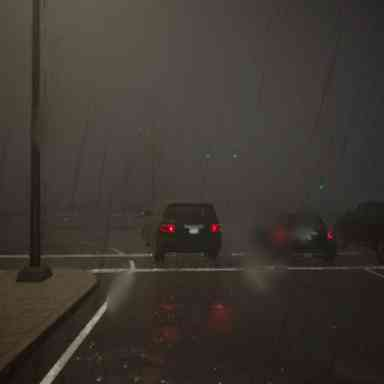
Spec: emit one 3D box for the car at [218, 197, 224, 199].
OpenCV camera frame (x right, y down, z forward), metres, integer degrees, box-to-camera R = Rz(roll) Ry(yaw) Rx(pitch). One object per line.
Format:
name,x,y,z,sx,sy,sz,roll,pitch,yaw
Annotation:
car,7.039,2.214,74.104,1.895,1.301,4.718,0,0,1

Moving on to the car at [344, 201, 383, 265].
car,7.101,1.324,11.970,2.150,2.045,5.566,0,0,0

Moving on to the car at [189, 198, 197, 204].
car,0.265,2.309,85.437,1.895,1.301,4.718,0,0,2

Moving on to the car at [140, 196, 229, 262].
car,-0.571,1.330,12.933,2.150,2.045,5.566,1,-1,-14

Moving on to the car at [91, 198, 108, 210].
car,-15.046,2.037,52.062,1.895,1.301,4.718,0,0,0

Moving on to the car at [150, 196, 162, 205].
car,-7.958,1.831,74.287,2.150,2.045,5.566,0,0,0

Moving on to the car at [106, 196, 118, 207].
car,-14.991,1.740,61.961,2.150,2.045,5.566,0,0,0

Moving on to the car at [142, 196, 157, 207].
car,-7.990,1.752,63.516,2.150,2.045,5.566,0,0,0

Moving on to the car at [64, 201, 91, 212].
car,-15.082,1.927,43.310,1.994,1.385,4.181,0,0,0

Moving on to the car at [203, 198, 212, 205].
car,3.556,2.111,75.817,1.882,1.535,5.008,0,0,1

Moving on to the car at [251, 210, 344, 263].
car,3.601,1.457,12.596,2.097,1.767,4.553,0,-1,0

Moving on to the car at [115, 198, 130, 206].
car,-14.980,2.127,72.058,2.128,1.511,4.902,0,0,0

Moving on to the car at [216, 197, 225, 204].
car,7.268,2.069,85.481,2.097,1.767,4.553,0,0,2

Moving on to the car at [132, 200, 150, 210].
car,-8.046,1.991,52.993,2.033,1.411,5.357,0,0,1

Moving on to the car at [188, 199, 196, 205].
car,0.029,2.203,72.772,1.895,1.301,4.718,0,0,1

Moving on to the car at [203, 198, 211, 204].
car,3.777,2.312,85.883,1.895,1.301,4.718,0,0,2

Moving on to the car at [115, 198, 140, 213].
car,-8.085,1.853,43.246,2.128,1.511,4.902,0,0,0
